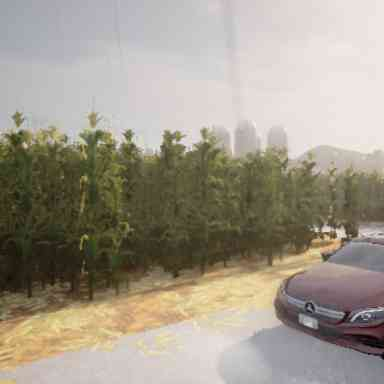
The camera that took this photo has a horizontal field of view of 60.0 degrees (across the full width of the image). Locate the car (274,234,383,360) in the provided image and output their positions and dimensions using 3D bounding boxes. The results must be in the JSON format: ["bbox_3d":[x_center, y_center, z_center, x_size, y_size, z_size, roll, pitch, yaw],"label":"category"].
[{"bbox_3d":[3.509,1.530,5.913,4.674,1.442,1.812,0,0,-35],"label":"car"}]
